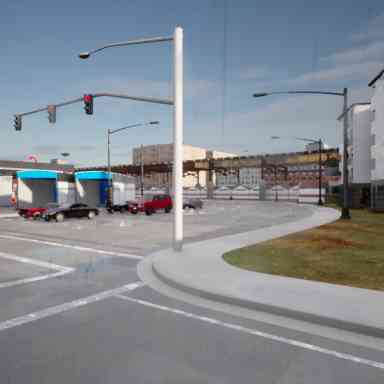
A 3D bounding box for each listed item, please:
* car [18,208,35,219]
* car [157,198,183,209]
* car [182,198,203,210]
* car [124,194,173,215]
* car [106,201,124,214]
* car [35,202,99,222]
[{"bbox_3d":[-12.305,1.601,28.693,1.895,1.301,4.718,0,0,37],"label":"car"},{"bbox_3d":[-2.952,1.547,46.053,2.033,1.411,5.357,0,0,15],"label":"car"},{"bbox_3d":[0.122,1.547,44.123,2.033,1.411,5.357,0,0,16],"label":"car"},{"bbox_3d":[-4.135,1.221,34.443,2.150,2.045,5.566,0,0,30],"label":"car"},{"bbox_3d":[-7.115,1.601,36.248,1.895,1.301,4.718,0,0,30],"label":"car"},{"bbox_3d":[-9.603,1.526,26.509,1.812,1.442,4.674,0,0,36],"label":"car"}]
